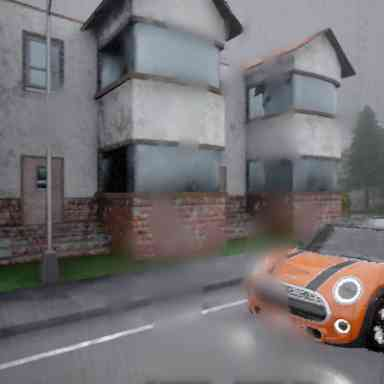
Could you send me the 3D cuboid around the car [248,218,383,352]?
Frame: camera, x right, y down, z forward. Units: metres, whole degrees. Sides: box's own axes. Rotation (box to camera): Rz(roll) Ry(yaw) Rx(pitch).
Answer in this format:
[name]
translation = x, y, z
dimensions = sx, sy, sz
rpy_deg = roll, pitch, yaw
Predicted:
[car]
translation = 3.189, 1.326, 6.244
dimensions = 4.553, 1.767, 2.097
rpy_deg = 0, 0, -35
